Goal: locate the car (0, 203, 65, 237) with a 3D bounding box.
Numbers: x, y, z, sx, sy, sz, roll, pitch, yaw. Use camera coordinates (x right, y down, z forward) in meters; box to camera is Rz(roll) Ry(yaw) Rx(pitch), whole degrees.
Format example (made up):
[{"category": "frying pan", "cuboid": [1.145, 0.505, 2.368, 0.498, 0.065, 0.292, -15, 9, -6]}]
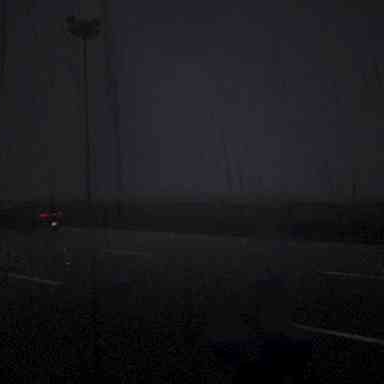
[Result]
[{"category": "car", "cuboid": [-8.633, 1.312, 16.877, 4.902, 1.511, 2.128, 0, 1, 29]}]
